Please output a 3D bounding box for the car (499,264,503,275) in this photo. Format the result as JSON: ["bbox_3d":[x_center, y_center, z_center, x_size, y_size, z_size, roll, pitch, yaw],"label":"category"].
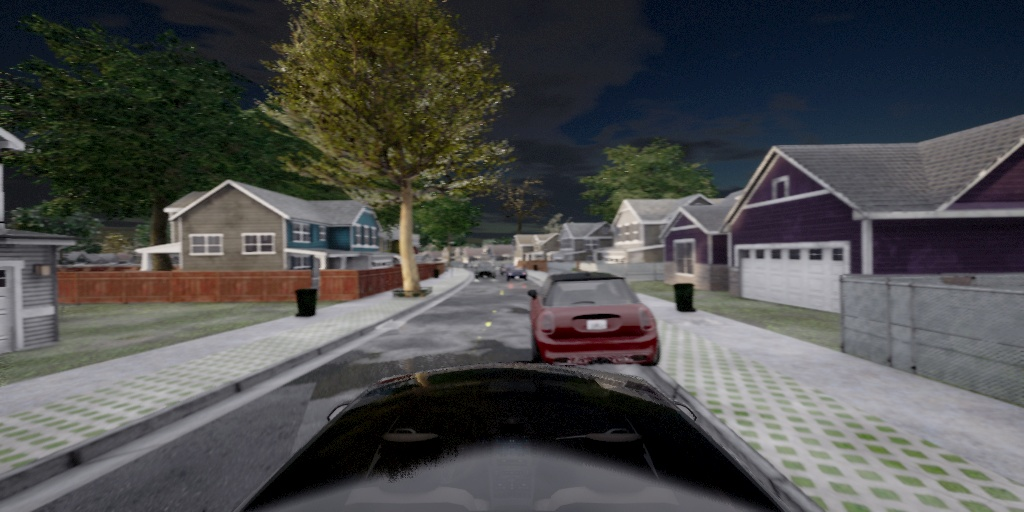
[{"bbox_3d":[-0.586,1.663,45.532,2.033,1.411,5.357,-1,0,-6],"label":"car"}]

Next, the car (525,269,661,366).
[{"bbox_3d":[1.428,1.100,7.723,2.097,1.767,4.553,-3,0,3],"label":"car"}]

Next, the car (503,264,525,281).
[{"bbox_3d":[0.363,1.602,33.590,1.895,1.301,4.718,-1,0,-2],"label":"car"}]

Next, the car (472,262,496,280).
[{"bbox_3d":[-2.762,1.439,37.000,2.097,1.767,4.553,-1,0,-4],"label":"car"}]
